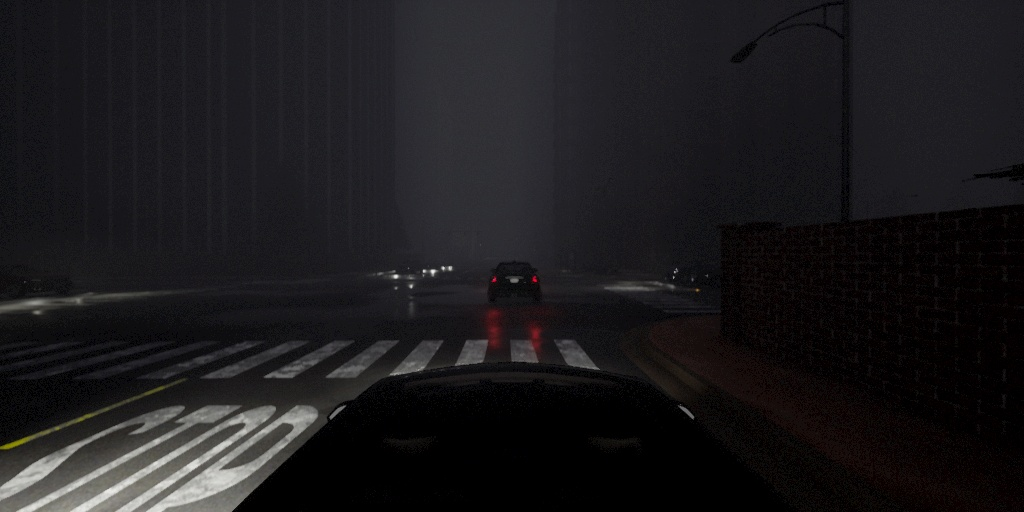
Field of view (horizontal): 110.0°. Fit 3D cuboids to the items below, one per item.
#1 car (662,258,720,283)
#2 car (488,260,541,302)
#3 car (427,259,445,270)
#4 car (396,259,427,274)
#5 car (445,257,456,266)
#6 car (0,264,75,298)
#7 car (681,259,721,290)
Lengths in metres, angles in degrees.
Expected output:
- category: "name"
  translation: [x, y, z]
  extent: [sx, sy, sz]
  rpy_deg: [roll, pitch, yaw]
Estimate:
- category: "car"
  translation: [12.598, 0.942, 24.191]
  extent: [4.553, 1.767, 2.097]
  rpy_deg: [0, 0, 0]
- category: "car"
  translation: [0.100, 0.981, 16.117]
  extent: [2.097, 1.767, 4.553]
  rpy_deg: [0, 0, 0]
- category: "car"
  translation: [-10.582, 1.102, 47.261]
  extent: [1.994, 1.385, 4.181]
  rpy_deg: [0, 0, 0]
- category: "car"
  translation: [-10.587, 1.089, 37.309]
  extent: [1.837, 1.490, 4.892]
  rpy_deg: [0, 0, 0]
- category: "car"
  translation: [-10.513, 0.969, 59.968]
  extent: [2.128, 1.511, 4.902]
  rpy_deg: [0, 0, 0]
- category: "car"
  translation: [-23.817, 1.101, 16.884]
  extent: [5.008, 1.535, 1.882]
  rpy_deg: [0, 0, 0]
- category: "car"
  translation: [12.841, 1.098, 20.675]
  extent: [4.902, 1.511, 2.128]
  rpy_deg: [0, 0, -1]
